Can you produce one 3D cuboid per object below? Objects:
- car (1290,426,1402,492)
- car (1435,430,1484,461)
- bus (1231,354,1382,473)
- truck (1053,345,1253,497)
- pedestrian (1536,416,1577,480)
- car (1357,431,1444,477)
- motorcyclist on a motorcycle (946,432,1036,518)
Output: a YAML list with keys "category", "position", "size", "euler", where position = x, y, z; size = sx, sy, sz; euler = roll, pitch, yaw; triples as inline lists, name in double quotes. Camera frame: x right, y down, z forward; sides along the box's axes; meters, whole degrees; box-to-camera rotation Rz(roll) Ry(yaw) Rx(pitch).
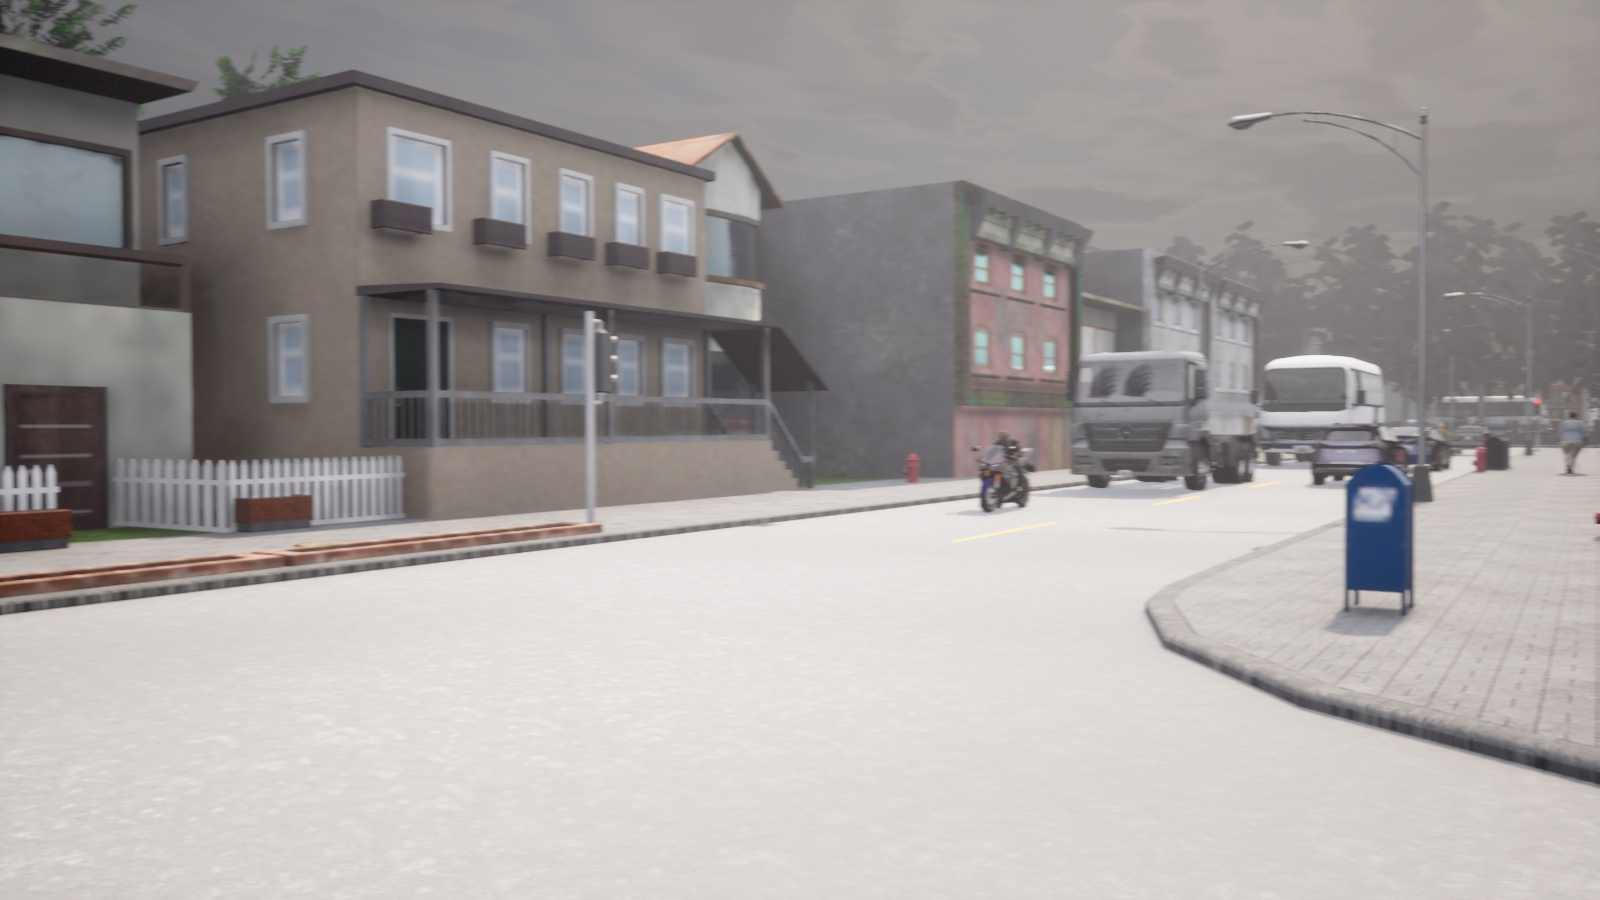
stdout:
- category: "car"
  position: [14.781, 0.182, 33.842]
  size: [2.033, 1.649, 4.856]
  euler: [1, 1, 32]
- category: "car"
  position: [33.378, -0.254, 63.519]
  size: [1.789, 1.549, 3.705]
  euler: [1, 1, 34]
- category: "bus"
  position: [20.537, -1.412, 50.463]
  size: [3.944, 4.253, 10.273]
  euler: [1, 1, 31]
- category: "truck"
  position: [9.422, -0.729, 32.803]
  size: [2.891, 3.462, 7.936]
  euler: [1, 1, 32]
- category: "pedestrian"
  position: [22.030, -0.065, 36.582]
  size: [0.874, 1.855, 0.900]
  euler: [1, 1, 39]
- category: "car"
  position: [20.851, 0.094, 43.493]
  size: [2.163, 1.488, 4.792]
  euler: [1, 1, 32]
- category: "motorcyclist on a motorcycle"
  position: [3.625, 0.438, 23.614]
  size: [0.866, 1.530, 2.191]
  euler: [1, 1, 32]
